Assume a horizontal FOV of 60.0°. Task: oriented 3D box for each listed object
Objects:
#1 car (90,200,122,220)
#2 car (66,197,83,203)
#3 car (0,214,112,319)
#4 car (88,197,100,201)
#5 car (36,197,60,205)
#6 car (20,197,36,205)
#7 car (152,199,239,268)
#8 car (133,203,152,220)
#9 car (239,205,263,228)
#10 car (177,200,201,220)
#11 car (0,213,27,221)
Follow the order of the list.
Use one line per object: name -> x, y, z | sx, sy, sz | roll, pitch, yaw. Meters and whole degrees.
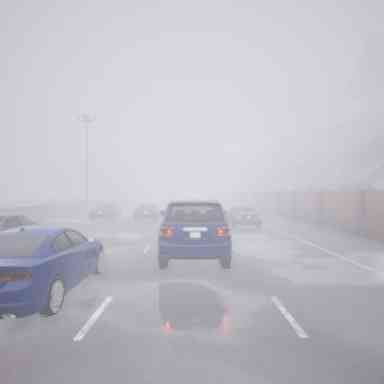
car -> -7.283, 1.617, 28.332 | 1.994, 1.385, 4.181 | 0, 0, -1
car -> -22.237, 1.684, 63.253 | 2.033, 1.411, 5.357 | 0, 0, -1
car -> -3.418, 1.492, 7.524 | 1.882, 1.535, 5.008 | 0, 0, 0
car -> -18.747, 1.688, 63.677 | 1.812, 1.442, 4.674 | 0, 0, -1
car -> -25.672, 1.665, 60.472 | 2.033, 1.411, 5.357 | 0, 0, -1
car -> -29.163, 1.626, 59.964 | 1.812, 1.442, 4.674 | 0, 0, -1
car -> 0.055, 1.242, 11.504 | 2.150, 2.045, 5.566 | 0, 0, -1
car -> -3.782, 1.617, 28.338 | 1.994, 1.385, 4.181 | 0, 0, -1
car -> 3.362, 1.589, 22.522 | 2.033, 1.411, 5.357 | 0, 0, -2
car -> -0.307, 1.532, 29.452 | 1.882, 1.535, 5.008 | 0, 0, -1
car -> -6.958, 1.528, 12.226 | 1.837, 1.490, 4.892 | 0, 0, -1
